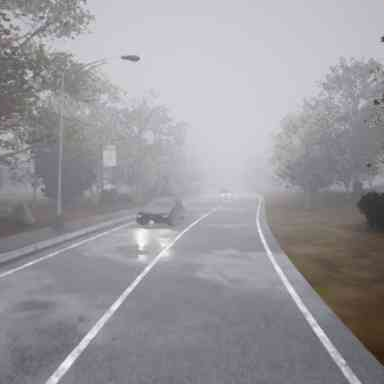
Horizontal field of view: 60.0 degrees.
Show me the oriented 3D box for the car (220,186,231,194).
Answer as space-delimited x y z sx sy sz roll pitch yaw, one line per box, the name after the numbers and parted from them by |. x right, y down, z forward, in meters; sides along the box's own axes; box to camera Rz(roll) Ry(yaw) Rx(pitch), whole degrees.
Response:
6.079 -0.407 60.584 1.994 1.385 4.181 0 2 6 | car

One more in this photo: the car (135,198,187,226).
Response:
-1.582 1.041 19.225 2.033 1.411 5.357 0 2 10 | car
